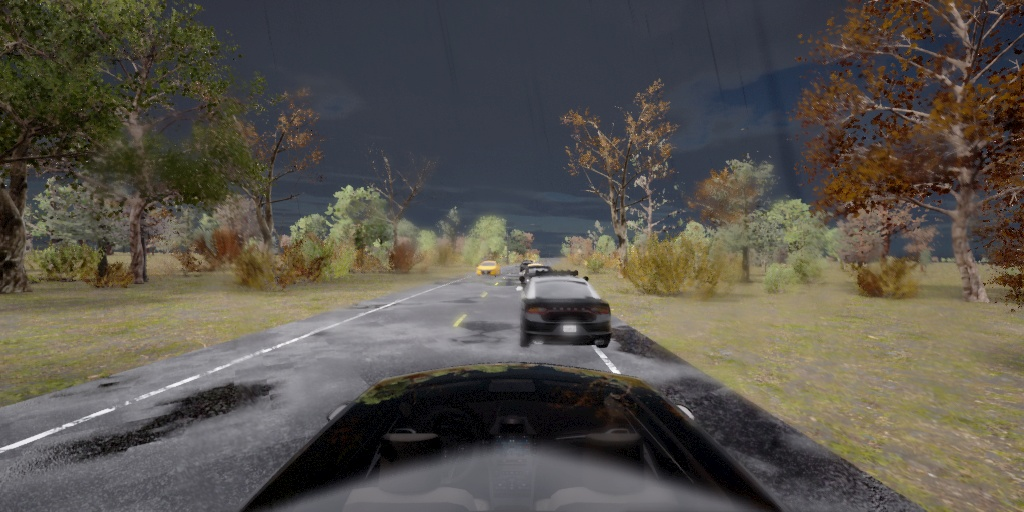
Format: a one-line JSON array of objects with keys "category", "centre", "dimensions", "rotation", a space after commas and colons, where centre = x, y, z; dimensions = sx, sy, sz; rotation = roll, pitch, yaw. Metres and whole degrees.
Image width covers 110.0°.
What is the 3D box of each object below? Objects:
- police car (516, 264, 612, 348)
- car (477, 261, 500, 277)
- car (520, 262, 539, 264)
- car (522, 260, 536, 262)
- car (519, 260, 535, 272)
[{"category": "police car", "centre": [1.150, 1.177, 9.387], "dimensions": [1.930, 1.638, 5.238], "rotation": [0, 0, 1]}, {"category": "car", "centre": [-2.268, 1.262, 35.854], "dimensions": [1.882, 1.535, 5.008], "rotation": [0, 0, 4]}, {"category": "car", "centre": [1.427, 1.263, 19.229], "dimensions": [1.837, 1.490, 4.892], "rotation": [0, 0, 2]}, {"category": "car", "centre": [1.679, 1.218, 25.387], "dimensions": [1.801, 1.575, 5.366], "rotation": [0, 0, 3]}, {"category": "car", "centre": [2.097, 1.331, 47.880], "dimensions": [1.837, 1.490, 4.892], "rotation": [0, 0, 5]}]
